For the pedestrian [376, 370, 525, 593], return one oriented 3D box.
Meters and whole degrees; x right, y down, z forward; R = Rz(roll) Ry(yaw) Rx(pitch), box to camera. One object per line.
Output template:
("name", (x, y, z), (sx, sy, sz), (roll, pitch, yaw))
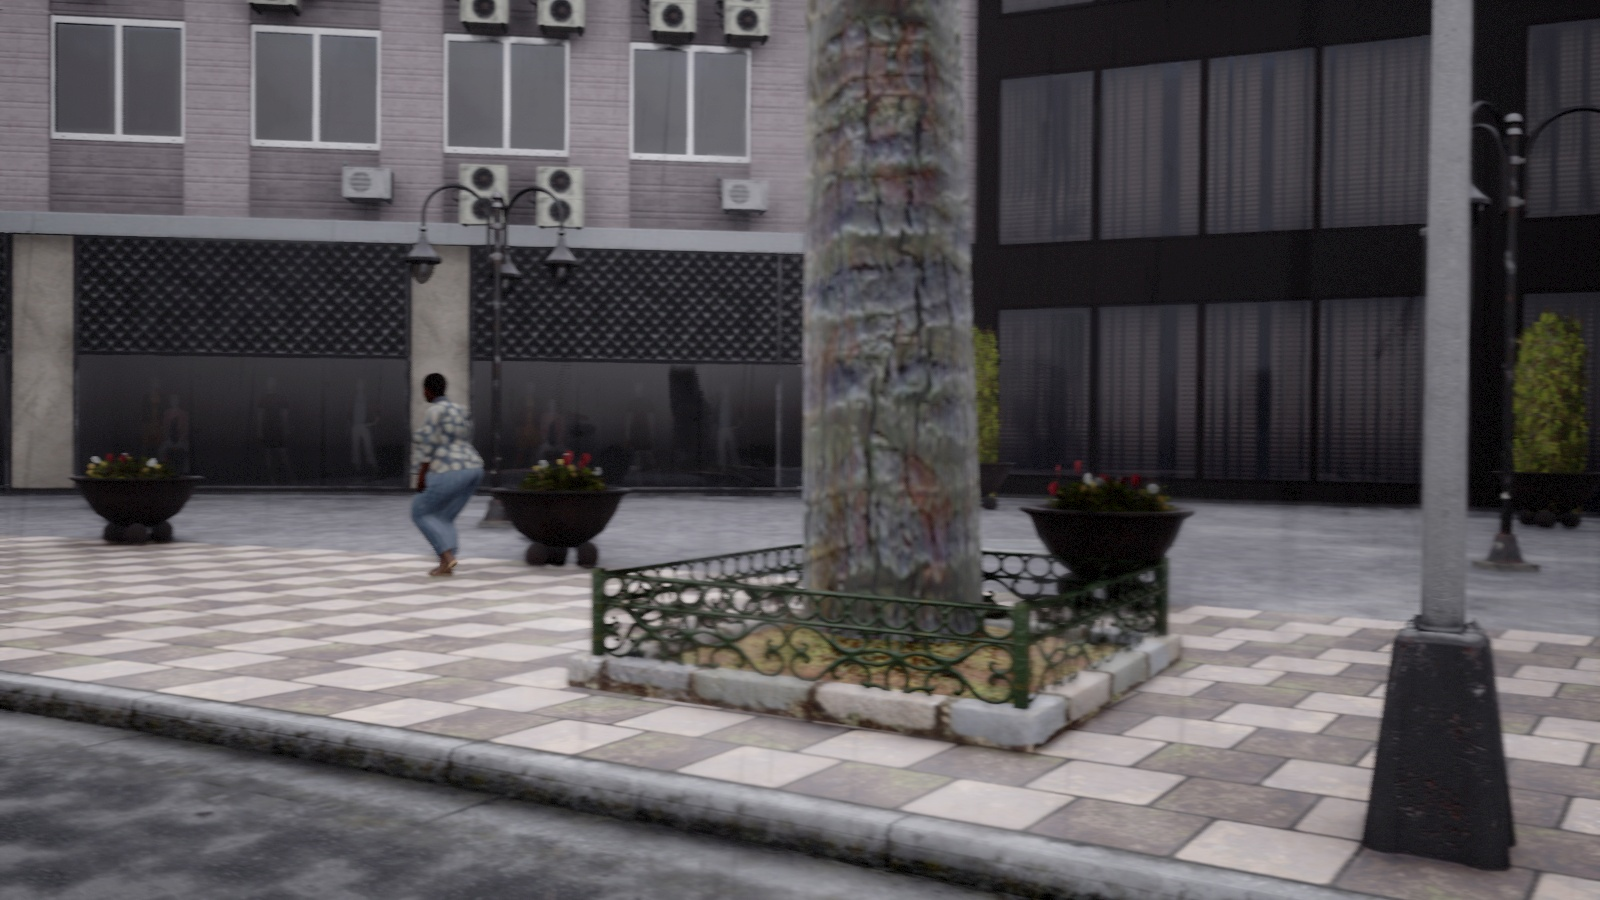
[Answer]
("pedestrian", (-3.039, 0.259, 10.972), (0.900, 1.855, 0.874), (0, 1, 18))
